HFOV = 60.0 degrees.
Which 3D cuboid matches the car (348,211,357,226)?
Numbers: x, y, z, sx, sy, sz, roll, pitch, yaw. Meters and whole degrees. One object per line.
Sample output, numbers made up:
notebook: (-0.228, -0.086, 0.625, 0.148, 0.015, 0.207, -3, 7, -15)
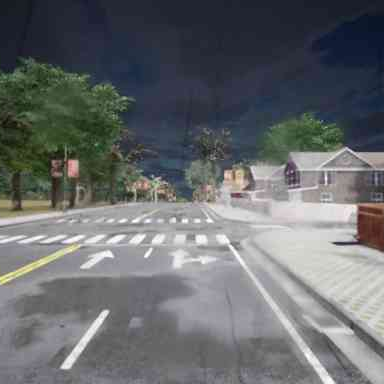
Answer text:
car: (12.241, 1.572, 20.791, 4.674, 1.442, 1.812, 0, -2, 0)
